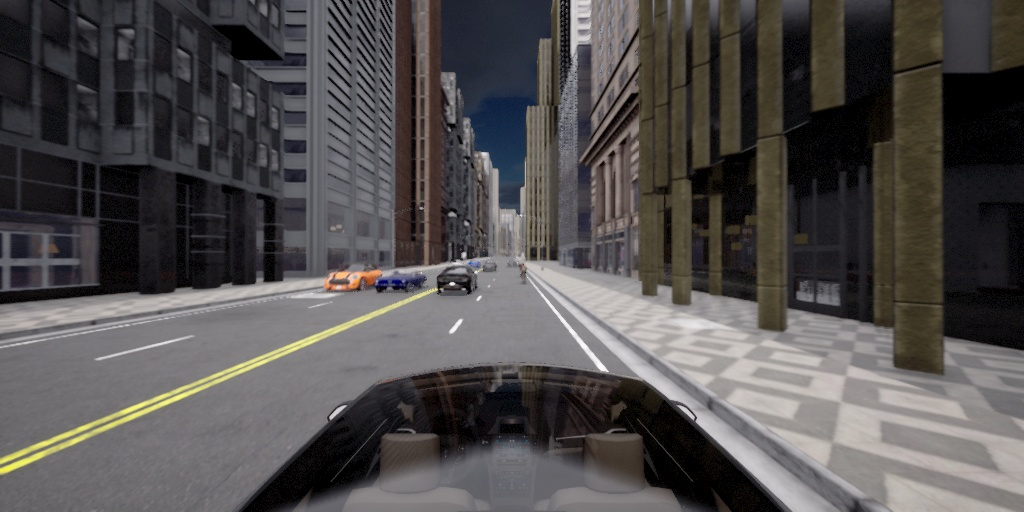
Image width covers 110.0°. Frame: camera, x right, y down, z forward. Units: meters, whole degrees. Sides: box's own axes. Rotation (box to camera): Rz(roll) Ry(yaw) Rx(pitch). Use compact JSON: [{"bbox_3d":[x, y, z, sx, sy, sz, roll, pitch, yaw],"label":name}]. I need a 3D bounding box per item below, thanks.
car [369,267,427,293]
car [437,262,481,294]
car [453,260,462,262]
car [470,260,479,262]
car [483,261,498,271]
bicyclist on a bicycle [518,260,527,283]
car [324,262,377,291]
[{"bbox_3d":[-6.601,1.459,21.569,1.895,1.301,4.718,0,0,0],"label":"car"},{"bbox_3d":[-3.151,1.335,21.367,1.882,1.535,5.008,0,0,0],"label":"car"},{"bbox_3d":[-9.771,1.458,64.319,1.812,1.442,4.674,0,0,0],"label":"car"},{"bbox_3d":[-6.539,1.411,62.019,1.882,1.535,5.008,0,0,1],"label":"car"},{"bbox_3d":[-3.153,1.417,52.316,2.128,1.511,4.902,0,0,0],"label":"car"},{"bbox_3d":[0.893,1.333,26.936,0.582,1.620,1.656,0,-1,0],"label":"bicyclist on a bicycle"},{"bbox_3d":[-9.848,1.215,22.644,2.097,1.767,4.553,0,0,0],"label":"car"}]
